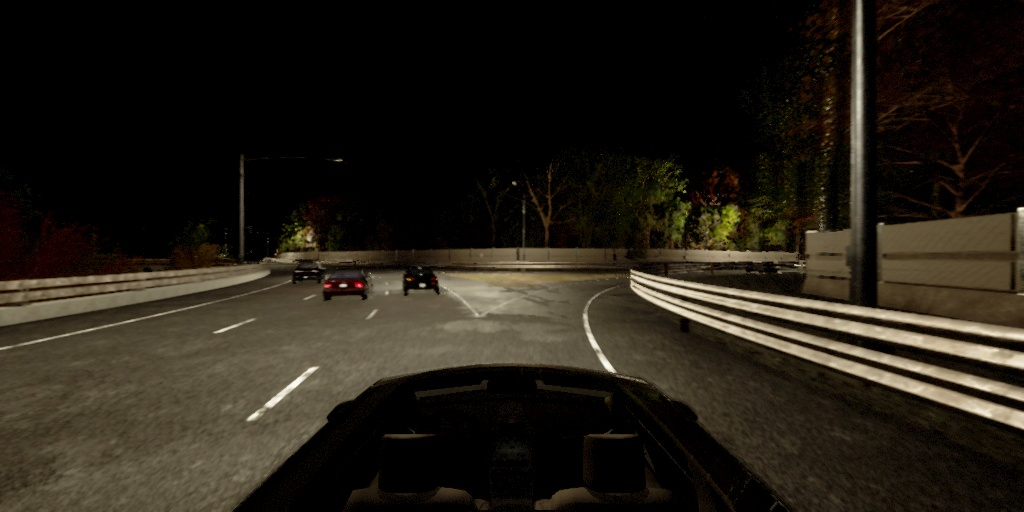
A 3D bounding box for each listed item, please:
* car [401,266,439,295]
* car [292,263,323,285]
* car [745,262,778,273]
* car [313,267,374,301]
[{"bbox_3d":[-5.165,1.296,20.111,1.812,1.442,4.674,0,0,-18],"label":"car"},{"bbox_3d":[-15.075,1.256,26.849,2.128,1.511,4.902,0,0,-22],"label":"car"},{"bbox_3d":[31.964,1.439,45.906,4.181,1.385,1.994,0,0,-23],"label":"car"},{"bbox_3d":[-7.919,1.309,17.623,2.033,1.411,5.357,0,0,-18],"label":"car"}]
